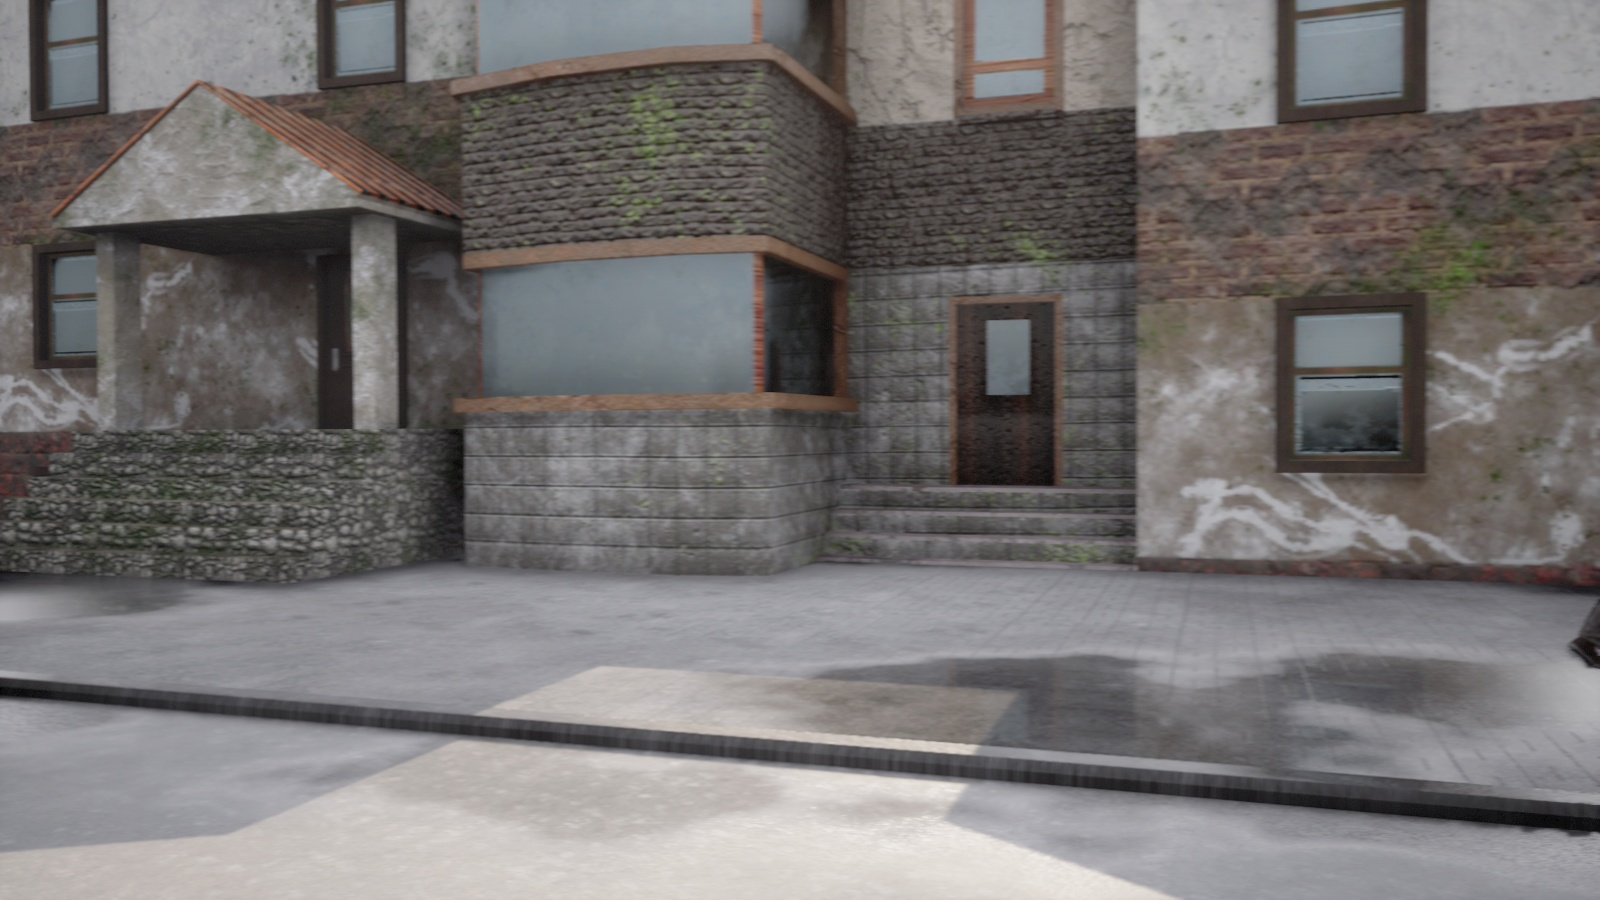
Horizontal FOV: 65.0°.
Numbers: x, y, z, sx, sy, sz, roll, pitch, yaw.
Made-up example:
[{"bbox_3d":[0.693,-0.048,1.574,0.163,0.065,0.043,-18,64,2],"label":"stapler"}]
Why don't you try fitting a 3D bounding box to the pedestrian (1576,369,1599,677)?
[{"bbox_3d":[5.131,0.435,7.532,0.726,1.835,0.370,1,1,19],"label":"pedestrian"}]
